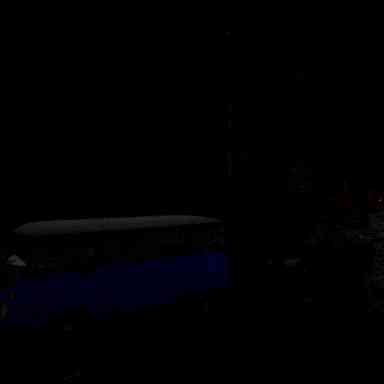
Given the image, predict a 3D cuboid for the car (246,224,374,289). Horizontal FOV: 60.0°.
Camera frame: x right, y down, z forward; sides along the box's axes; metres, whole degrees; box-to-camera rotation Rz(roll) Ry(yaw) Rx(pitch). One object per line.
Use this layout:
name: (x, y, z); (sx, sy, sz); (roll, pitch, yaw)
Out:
car: (3.339, 1.547, 9.030); (4.206, 1.307, 1.802); (0, 0, -36)

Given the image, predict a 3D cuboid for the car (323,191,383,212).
car: (16.047, 0.865, 33.326); (2.150, 2.045, 5.566); (0, 1, -36)

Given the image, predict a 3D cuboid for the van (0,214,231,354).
van: (-1.181, 1.331, 5.804); (3.998, 1.788, 1.690); (0, 0, -36)
